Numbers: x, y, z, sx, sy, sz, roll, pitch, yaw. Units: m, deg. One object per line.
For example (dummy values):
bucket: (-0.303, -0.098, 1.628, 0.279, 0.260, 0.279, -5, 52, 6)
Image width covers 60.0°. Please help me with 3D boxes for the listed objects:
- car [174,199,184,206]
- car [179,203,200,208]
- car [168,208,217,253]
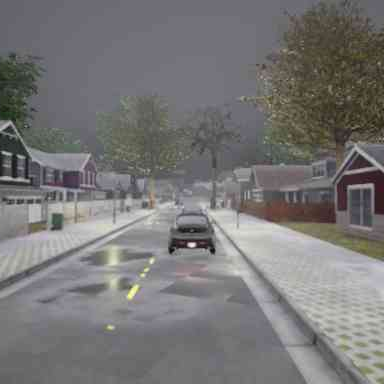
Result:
car: (-2.746, 2.312, 71.783, 1.837, 1.490, 4.892, 0, -1, 0)
car: (0.004, 1.897, 29.116, 1.895, 1.301, 4.718, 0, -1, 0)
car: (0.007, 1.649, 14.300, 1.837, 1.490, 4.892, 0, 0, 0)
